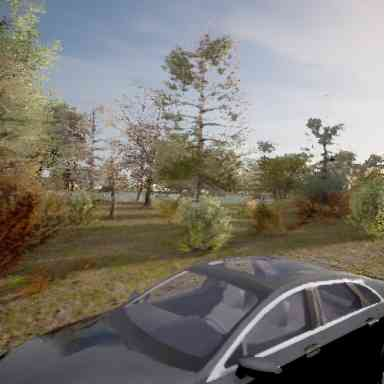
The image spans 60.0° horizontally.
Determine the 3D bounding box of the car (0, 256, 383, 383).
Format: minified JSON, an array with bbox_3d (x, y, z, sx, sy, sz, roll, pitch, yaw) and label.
[{"bbox_3d":[0.496,1.521,3.421,4.902,1.511,2.128,1,-1,-35],"label":"car"}]
